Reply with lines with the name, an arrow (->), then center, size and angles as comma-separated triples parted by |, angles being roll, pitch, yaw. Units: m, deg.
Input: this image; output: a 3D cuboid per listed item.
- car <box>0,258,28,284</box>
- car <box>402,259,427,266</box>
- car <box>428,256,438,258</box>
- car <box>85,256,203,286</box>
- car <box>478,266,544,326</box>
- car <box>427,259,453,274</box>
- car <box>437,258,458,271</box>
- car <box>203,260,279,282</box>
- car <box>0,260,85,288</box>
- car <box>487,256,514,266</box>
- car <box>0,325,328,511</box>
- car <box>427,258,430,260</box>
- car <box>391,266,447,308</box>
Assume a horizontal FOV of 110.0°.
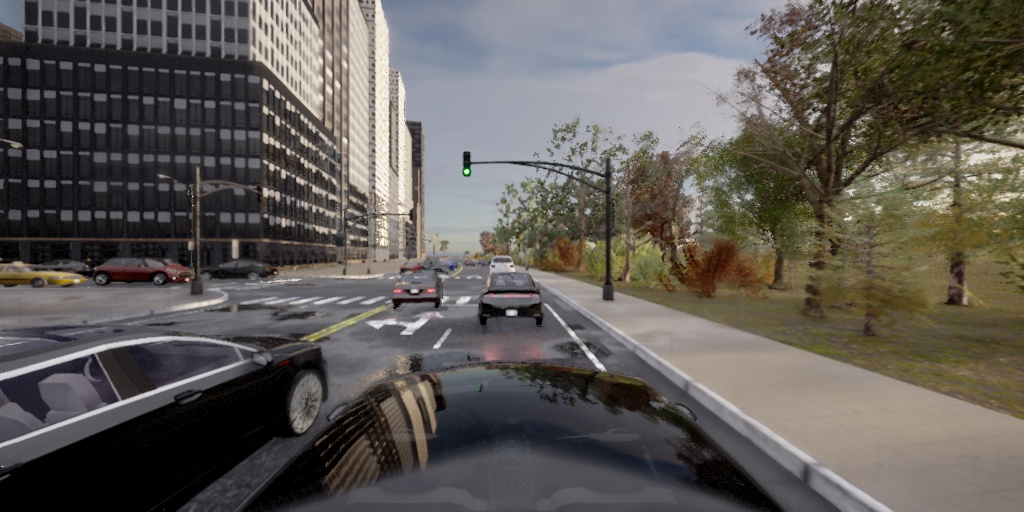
car -> -32.278, 0.867, 20.766 | 4.902, 1.511, 2.128 | 1, 0, -10
car -> -11.549, 1.319, 41.428 | 1.882, 1.535, 5.008 | 0, 0, -3
car -> -13.427, 1.091, 60.793 | 2.150, 2.045, 5.566 | 0, 0, -7
car -> -22.723, 0.882, 22.345 | 4.553, 1.767, 2.097 | 1, 0, -8
car -> -0.061, 1.266, 11.724 | 2.128, 1.511, 4.902 | 0, 0, -1
car -> -8.332, 1.404, 41.813 | 1.994, 1.385, 4.181 | 0, 0, -5
car -> -9.122, 1.331, 50.756 | 1.882, 1.535, 5.008 | 0, 0, -6
car -> -19.847, 1.052, 26.094 | 5.008, 1.535, 1.882 | 1, 0, -7
car -> -26.066, 0.997, 19.106 | 4.829, 1.417, 1.751 | 0, 0, -10
car -> -0.965, 1.042, 33.120 | 2.150, 2.045, 5.566 | 0, 0, -4
car -> -3.190, 1.245, 2.527 | 2.128, 1.511, 4.902 | 0, 0, 0
car -> -12.346, 1.419, 50.382 | 1.994, 1.385, 4.181 | 0, 0, -5
car -> -3.971, 1.332, 15.499 | 2.033, 1.411, 5.357 | 0, 0, -10
